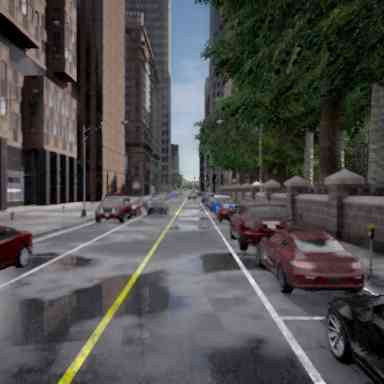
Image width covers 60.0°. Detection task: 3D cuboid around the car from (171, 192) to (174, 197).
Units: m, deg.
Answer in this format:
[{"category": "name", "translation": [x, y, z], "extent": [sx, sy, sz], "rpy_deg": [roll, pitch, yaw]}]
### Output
[{"category": "car", "translation": [-5.716, 1.164, 74.779], "extent": [1.947, 1.339, 4.313], "rpy_deg": [0, 0, 0]}]

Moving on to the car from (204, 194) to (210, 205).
[{"category": "car", "translation": [2.788, 1.355, 41.810], "extent": [1.752, 1.417, 4.829], "rpy_deg": [0, 0, 0]}]

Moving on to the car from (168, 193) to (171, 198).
[{"category": "car", "translation": [-5.723, 1.121, 63.731], "extent": [1.967, 1.590, 4.097], "rpy_deg": [0, 0, 0]}]

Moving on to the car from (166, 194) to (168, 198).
[{"category": "car", "translation": [-5.727, 1.246, 58.037], "extent": [1.752, 1.417, 4.829], "rpy_deg": [0, 0, 0]}]

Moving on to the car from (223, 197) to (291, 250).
[{"category": "car", "translation": [2.769, 1.287, 14.016], "extent": [2.192, 1.841, 5.009], "rpy_deg": [0, 0, 0]}]

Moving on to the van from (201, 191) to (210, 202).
[{"category": "van", "translation": [2.796, 1.104, 52.687], "extent": [1.690, 1.788, 3.998], "rpy_deg": [0, 0, 0]}]

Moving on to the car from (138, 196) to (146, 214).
[{"category": "car", "translation": [-5.744, 1.331, 30.586], "extent": [1.967, 1.590, 4.097], "rpy_deg": [0, 0, 0]}]

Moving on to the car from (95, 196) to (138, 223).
[{"category": "car", "translation": [-5.748, 1.236, 25.062], "extent": [2.192, 1.841, 5.009], "rpy_deg": [0, 0, 0]}]

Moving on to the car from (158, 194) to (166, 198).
[{"category": "car", "translation": [-5.731, 1.307, 52.683], "extent": [2.008, 1.369, 4.403], "rpy_deg": [0, 0, 0]}]

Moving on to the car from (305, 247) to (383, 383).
[{"category": "car", "translation": [2.760, 1.564, 2.966], "extent": [1.947, 1.339, 4.313], "rpy_deg": [0, 0, 0]}]

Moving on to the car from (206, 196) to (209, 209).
[{"category": "car", "translation": [2.785, 1.446, 36.117], "extent": [1.802, 1.307, 4.206], "rpy_deg": [0, 0, 0]}]

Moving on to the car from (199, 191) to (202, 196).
[{"category": "car", "translation": [2.800, 1.040, 58.211], "extent": [2.192, 1.841, 5.009], "rpy_deg": [0, 0, 0]}]

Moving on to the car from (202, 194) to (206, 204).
[{"category": "car", "translation": [2.791, 1.379, 47.165], "extent": [1.802, 1.307, 4.206], "rpy_deg": [0, 0, 0]}]

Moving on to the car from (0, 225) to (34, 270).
[{"category": "car", "translation": [-5.761, 1.526, 8.487], "extent": [1.887, 1.381, 4.507], "rpy_deg": [0, 0, 0]}]

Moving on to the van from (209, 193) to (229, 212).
[{"category": "van", "translation": [2.782, 1.238, 30.590], "extent": [1.690, 1.788, 3.998], "rpy_deg": [0, 0, 0]}]

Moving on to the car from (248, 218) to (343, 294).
[{"category": "car", "translation": [2.765, 1.569, 8.492], "extent": [1.802, 1.307, 4.206], "rpy_deg": [0, 0, 0]}]

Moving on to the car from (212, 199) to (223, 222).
[{"category": "car", "translation": [2.778, 1.472, 25.068], "extent": [1.887, 1.381, 4.507], "rpy_deg": [0, 0, 0]}]

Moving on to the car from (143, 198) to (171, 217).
[{"category": "car", "translation": [-3.007, 1.493, 30.721], "extent": [1.895, 1.301, 4.718], "rpy_deg": [0, 0, 1]}]

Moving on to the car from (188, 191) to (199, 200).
[{"category": "car", "translation": [0.044, 1.002, 73.497], "extent": [1.994, 1.385, 4.181], "rpy_deg": [0, 0, 0]}]

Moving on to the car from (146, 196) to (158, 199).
[{"category": "car", "translation": [-5.737, 1.265, 41.634], "extent": [1.967, 1.590, 4.097], "rpy_deg": [0, 0, 0]}]
